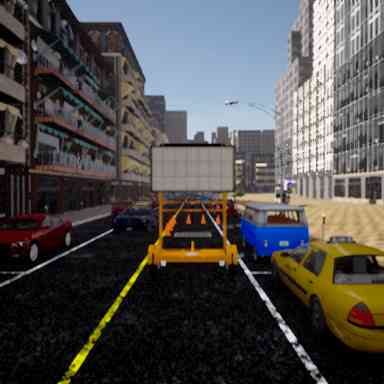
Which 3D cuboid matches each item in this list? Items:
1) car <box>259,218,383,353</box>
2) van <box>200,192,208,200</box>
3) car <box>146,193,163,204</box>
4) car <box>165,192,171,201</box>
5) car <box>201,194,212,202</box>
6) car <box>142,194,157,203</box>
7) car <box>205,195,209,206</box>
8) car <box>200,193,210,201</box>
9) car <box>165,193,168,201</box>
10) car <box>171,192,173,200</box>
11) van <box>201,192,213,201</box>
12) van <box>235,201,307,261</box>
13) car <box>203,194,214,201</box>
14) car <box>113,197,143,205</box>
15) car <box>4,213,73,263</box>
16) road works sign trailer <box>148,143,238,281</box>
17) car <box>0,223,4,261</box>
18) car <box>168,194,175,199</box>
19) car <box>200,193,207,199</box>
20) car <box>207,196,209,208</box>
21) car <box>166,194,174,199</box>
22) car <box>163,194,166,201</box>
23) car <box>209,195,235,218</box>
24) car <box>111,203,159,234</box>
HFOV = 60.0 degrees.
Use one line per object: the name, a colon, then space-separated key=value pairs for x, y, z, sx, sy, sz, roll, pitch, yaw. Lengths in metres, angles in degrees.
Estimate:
car: x=2.700 y=1.484 z=6.275 sx=1.752 sy=1.417 sz=4.829 roll=0 pitch=0 yaw=0
van: x=2.861 y=0.911 z=77.950 sx=1.690 sy=1.788 sz=3.998 roll=0 pitch=0 yaw=0
car: x=-5.595 y=1.050 z=44.809 sx=2.192 sy=1.841 sz=5.009 roll=0 pitch=0 yaw=0
car: x=-5.556 y=1.089 z=61.388 sx=1.967 sy=1.590 sz=4.097 roll=0 pitch=0 yaw=0
car: x=2.838 y=1.187 z=66.897 sx=1.947 sy=1.339 sz=4.313 roll=0 pitch=0 yaw=0
car: x=-5.606 y=1.292 z=39.114 sx=1.752 sy=1.417 sz=4.829 roll=0 pitch=0 yaw=0
car: x=2.775 y=1.348 z=39.265 sx=1.802 sy=1.307 sz=4.206 roll=0 pitch=0 yaw=0
car: x=2.849 y=1.035 z=72.423 sx=1.967 sy=1.590 sz=4.097 roll=0 pitch=0 yaw=0
car: x=-5.567 y=1.227 z=55.864 sx=2.008 sy=1.369 sz=4.403 roll=0 pitch=0 yaw=0
car: x=-5.542 y=1.187 z=66.916 sx=1.947 sy=1.339 sz=4.313 roll=0 pitch=0 yaw=0
van: x=2.811 y=1.018 z=55.843 sx=1.690 sy=1.788 sz=3.998 roll=0 pitch=0 yaw=0
van: x=2.711 y=1.266 z=11.630 sx=1.690 sy=1.788 sz=3.998 roll=0 pitch=0 yaw=0
car: x=2.787 y=1.317 z=44.791 sx=1.802 sy=1.307 sz=4.206 roll=0 pitch=0 yaw=0
car: x=-5.631 y=1.372 z=28.231 sx=1.887 sy=1.381 sz=4.507 roll=0 pitch=0 yaw=0
car: x=-5.668 y=1.470 z=11.650 sx=1.887 sy=1.381 sz=4.507 roll=0 pitch=0 yaw=0
road works sign trailer: x=0.021 y=0.402 z=9.628 sx=2.380 sy=3.560 sz=2.880 roll=0 pitch=0 yaw=0
car: x=-5.681 y=1.486 z=5.955 sx=1.752 sy=1.417 sz=4.829 roll=0 pitch=0 yaw=0
car: x=-5.492 y=1.102 z=89.022 sx=1.802 sy=1.307 sz=4.206 roll=0 pitch=0 yaw=0
car: x=2.875 y=1.069 z=83.646 sx=1.752 sy=1.417 sz=4.829 roll=0 pitch=0 yaw=0
car: x=2.762 y=1.321 z=33.908 sx=1.752 sy=1.417 sz=4.829 roll=0 pitch=0 yaw=0
car: x=-5.505 y=1.126 z=83.496 sx=1.802 sy=1.307 sz=4.206 roll=0 pitch=0 yaw=0
car: x=-5.580 y=1.256 z=50.337 sx=2.008 sy=1.369 sz=4.403 roll=0 pitch=0 yaw=0
car: x=2.749 y=1.268 z=28.210 sx=1.967 sy=1.590 sz=4.097 roll=0 pitch=0 yaw=0
car: x=-3.058 y=1.485 z=18.486 sx=1.895 sy=1.301 sz=4.718 roll=0 pitch=0 yaw=0
